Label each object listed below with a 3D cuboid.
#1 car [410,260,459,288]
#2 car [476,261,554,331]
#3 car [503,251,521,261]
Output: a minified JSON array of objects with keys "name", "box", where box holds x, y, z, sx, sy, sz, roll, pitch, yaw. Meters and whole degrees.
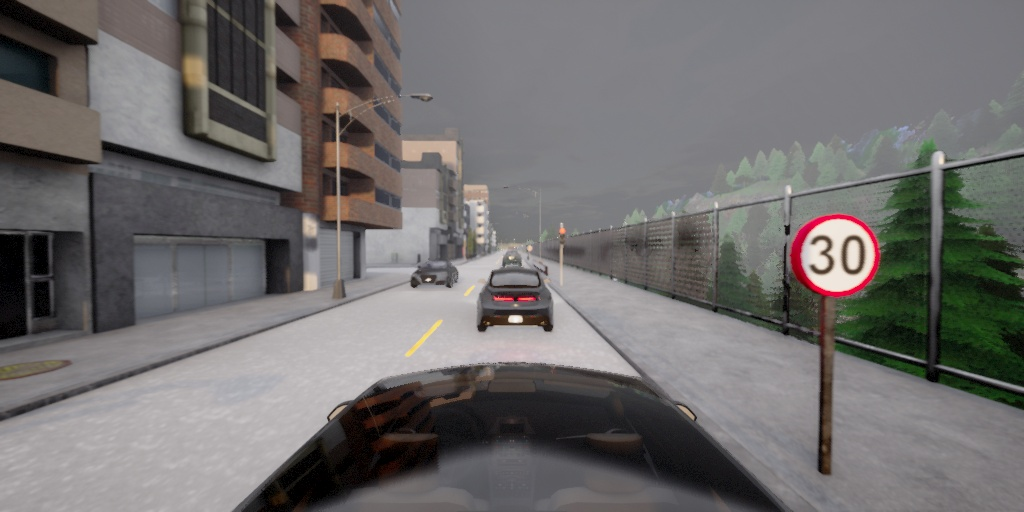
[{"name":"car","box":[-4.047,0.916,19.327,1.994,1.385,4.181,0,1,0]},{"name":"car","box":[0.073,1.063,10.137,1.837,1.490,4.892,0,1,0]},{"name":"car","box":[0.002,0.202,41.138,2.097,1.767,4.553,0,1,0]}]
